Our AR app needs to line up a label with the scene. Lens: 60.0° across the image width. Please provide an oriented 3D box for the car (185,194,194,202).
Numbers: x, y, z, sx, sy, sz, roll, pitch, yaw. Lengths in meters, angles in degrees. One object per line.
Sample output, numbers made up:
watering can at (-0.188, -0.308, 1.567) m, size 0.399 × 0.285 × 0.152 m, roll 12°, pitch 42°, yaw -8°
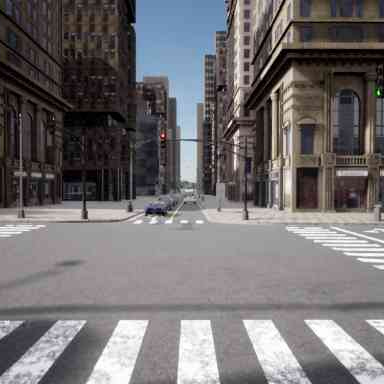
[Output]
car at (-0.536, 1.338, 72.844) m, size 2.097 × 1.767 × 4.553 m, roll 0°, pitch 0°, yaw 0°

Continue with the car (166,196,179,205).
car at (-3.522, 1.532, 60.926) m, size 2.033 × 1.411 × 5.357 m, roll 0°, pitch 0°, yaw 0°

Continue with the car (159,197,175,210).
car at (-3.429, 1.493, 40.918) m, size 1.837 × 1.490 × 4.892 m, roll 0°, pitch 0°, yaw 0°

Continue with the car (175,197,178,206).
car at (-3.485, 1.512, 50.248) m, size 1.812 × 1.442 × 4.674 m, roll 0°, pitch 0°, yaw -1°

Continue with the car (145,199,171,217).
car at (-3.354, 1.592, 31.589) m, size 1.895 × 1.301 × 4.718 m, roll 0°, pitch 0°, yaw -1°

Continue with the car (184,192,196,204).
car at (-0.381, 1.206, 62.418) m, size 2.150 × 2.045 × 5.566 m, roll 0°, pitch 0°, yaw 0°
